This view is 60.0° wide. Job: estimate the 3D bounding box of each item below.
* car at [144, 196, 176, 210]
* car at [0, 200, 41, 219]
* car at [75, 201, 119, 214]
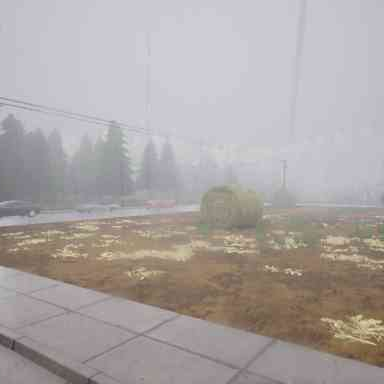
[{"bbox_3d":[-4.281,1.379,44.753,2.097,1.767,4.553,0,0,37],"label":"car"},{"bbox_3d":[-15.847,1.531,29.164,1.837,1.490,4.892,0,0,37],"label":"car"},{"bbox_3d":[-10.370,1.628,36.557,1.895,1.301,4.718,0,0,37],"label":"car"}]
